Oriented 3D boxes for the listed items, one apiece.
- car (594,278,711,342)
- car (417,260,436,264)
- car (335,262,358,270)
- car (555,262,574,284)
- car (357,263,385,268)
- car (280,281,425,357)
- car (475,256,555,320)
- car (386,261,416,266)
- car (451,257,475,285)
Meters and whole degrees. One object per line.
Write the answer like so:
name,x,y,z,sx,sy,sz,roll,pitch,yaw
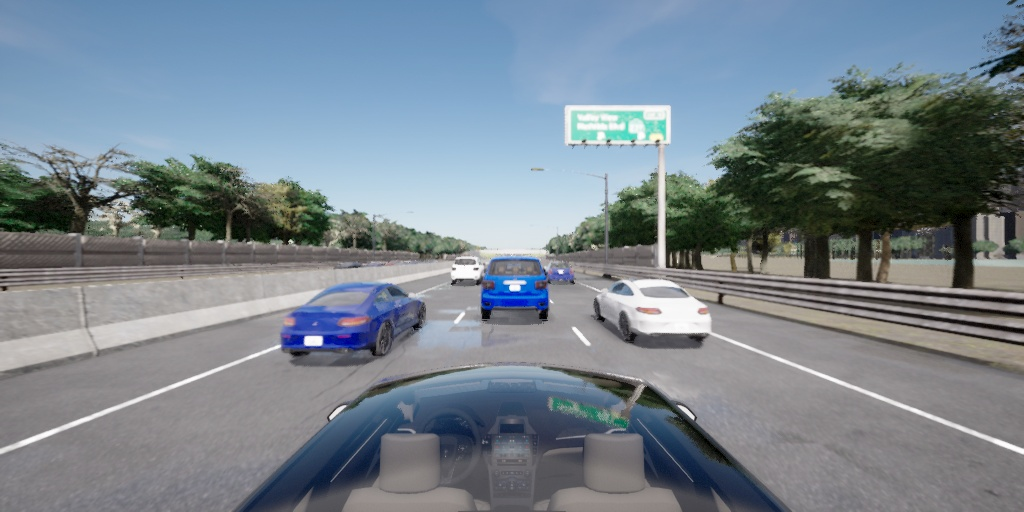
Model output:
car,3.577,1.325,9.834,1.812,1.442,4.674,0,0,0
car,-13.707,1.400,59.328,2.097,1.767,4.553,0,0,1
car,-20.871,1.456,46.202,1.882,1.535,5.008,0,-1,1
car,3.663,1.248,28.827,2.097,1.767,4.553,0,0,1
car,-17.383,1.540,45.483,1.994,1.385,4.181,0,0,1
car,-3.431,1.316,8.539,1.812,1.442,4.674,0,0,1
car,0.100,1.037,13.102,2.150,2.045,5.566,0,0,0
car,-13.892,1.499,44.857,1.812,1.442,4.674,0,0,1
car,-3.340,1.111,28.107,2.150,2.045,5.566,0,0,1
